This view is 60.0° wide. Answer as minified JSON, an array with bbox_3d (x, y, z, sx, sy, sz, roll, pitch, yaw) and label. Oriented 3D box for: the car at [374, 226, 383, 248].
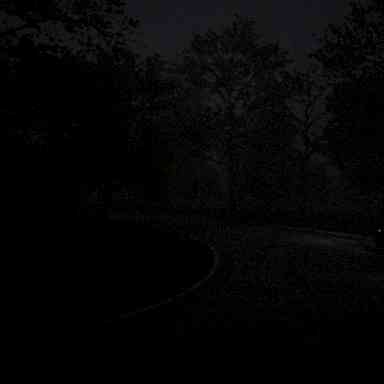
[{"bbox_3d":[8.934,1.534,11.275,1.882,1.535,5.008,1,1,-35],"label":"car"}]
